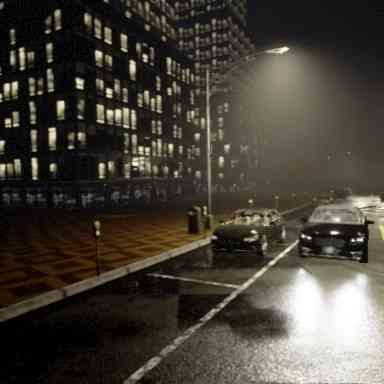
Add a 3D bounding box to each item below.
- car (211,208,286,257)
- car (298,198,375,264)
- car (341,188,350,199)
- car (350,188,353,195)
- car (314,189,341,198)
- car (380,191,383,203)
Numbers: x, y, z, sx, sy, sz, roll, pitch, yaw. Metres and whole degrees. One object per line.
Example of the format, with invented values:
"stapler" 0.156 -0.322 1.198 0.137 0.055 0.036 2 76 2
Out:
"car" 2.114 1.267 11.680 2.008 1.369 4.403 -1 1 28
"car" 4.772 1.195 10.925 2.128 1.511 4.902 0 2 28
"car" 20.547 0.317 46.461 1.887 1.381 4.507 -1 1 28
"car" 25.814 0.088 56.398 1.802 1.307 4.206 -1 1 28
"car" 12.644 0.614 31.553 1.967 1.590 4.097 -1 1 28
"car" 22.037 0.442 36.913 1.882 1.535 5.008 0 1 28
